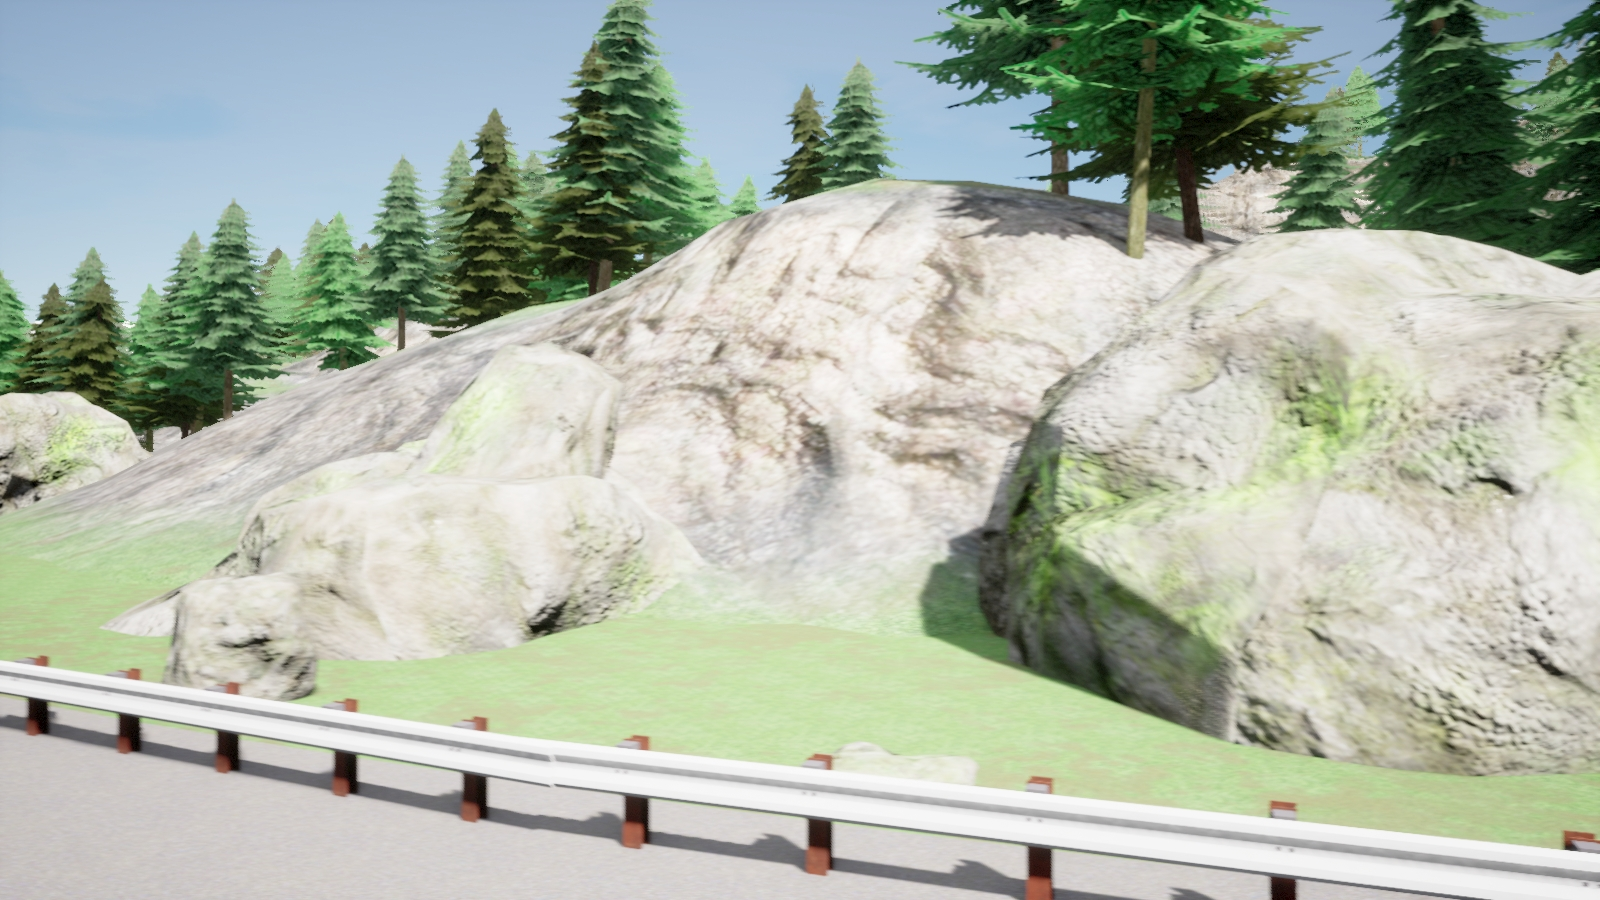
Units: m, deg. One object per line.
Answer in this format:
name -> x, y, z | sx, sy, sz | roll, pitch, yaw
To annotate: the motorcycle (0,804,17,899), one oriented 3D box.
motorcycle -> -4.538, 2.177, 5.067 | 2.033, 1.217, 0.803 | 0, 0, 24
